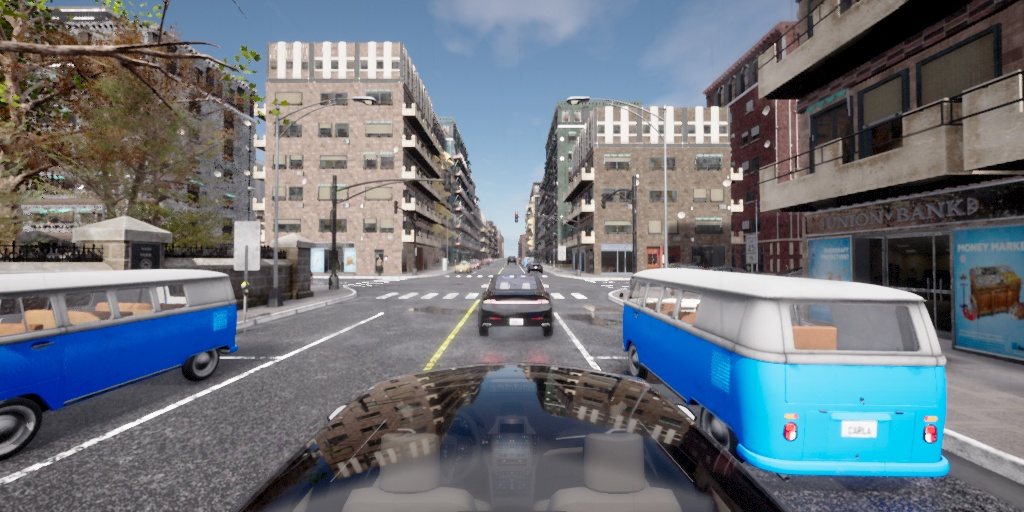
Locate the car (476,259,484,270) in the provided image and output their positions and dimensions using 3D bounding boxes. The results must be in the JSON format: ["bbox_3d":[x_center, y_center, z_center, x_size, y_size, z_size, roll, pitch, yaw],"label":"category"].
[{"bbox_3d":[-5.700,1.196,53.834,1.967,1.591,4.097,0,0,0],"label":"car"}]

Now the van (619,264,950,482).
[{"bbox_3d":[2.658,1.091,4.604,1.690,1.789,3.998,0,0,0],"label":"van"}]

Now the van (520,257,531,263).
[{"bbox_3d":[2.680,1.099,59.478,1.690,1.789,3.998,0,0,0],"label":"van"}]

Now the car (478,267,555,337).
[{"bbox_3d":[0.098,1.242,10.333,2.128,1.511,4.902,0,0,0],"label":"car"}]

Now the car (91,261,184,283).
[{"bbox_3d":[-26.418,1.114,25.410,4.674,1.442,1.812,0,-1,1],"label":"car"}]

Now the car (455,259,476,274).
[{"bbox_3d":[-5.697,1.280,42.378,1.751,1.417,4.829,0,0,0],"label":"car"}]

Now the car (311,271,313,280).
[{"bbox_3d":[-16.592,0.994,25.297,4.553,1.767,2.097,0,-1,1],"label":"car"}]

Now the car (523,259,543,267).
[{"bbox_3d":[2.683,1.320,42.551,1.948,1.339,4.313,0,0,0],"label":"car"}]

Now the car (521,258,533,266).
[{"bbox_3d":[2.682,1.306,48.193,2.007,1.370,4.403,0,0,0],"label":"car"}]

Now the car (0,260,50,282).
[{"bbox_3d":[-36.516,1.038,25.535,4.892,1.490,1.837,0,-1,1],"label":"car"}]

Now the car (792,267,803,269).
[{"bbox_3d":[24.593,1.453,28.014,4.674,1.442,1.812,0,-1,1],"label":"car"}]

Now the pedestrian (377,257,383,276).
[{"bbox_3d":[-12.545,0.960,33.989,0.375,1.860,0.375,0,-1,1],"label":"pedestrian"}]

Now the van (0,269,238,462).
[{"bbox_3d":[-5.657,1.091,4.604,1.690,1.789,3.998,0,0,0],"label":"van"}]
